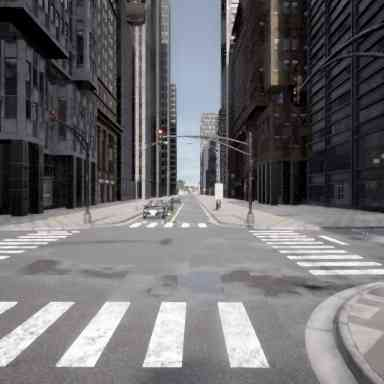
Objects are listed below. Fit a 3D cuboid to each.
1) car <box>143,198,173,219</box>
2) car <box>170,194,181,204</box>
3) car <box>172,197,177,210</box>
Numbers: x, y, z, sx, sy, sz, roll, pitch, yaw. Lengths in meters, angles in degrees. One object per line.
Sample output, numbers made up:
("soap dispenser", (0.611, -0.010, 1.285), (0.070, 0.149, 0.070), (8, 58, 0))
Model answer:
("car", (-3.169, 1.501, 29.425), (2.128, 1.511, 4.902), (0, 0, 0))
("car", (-3.155, 1.597, 64.306), (1.994, 1.385, 4.181), (0, 0, 0))
("car", (-3.196, 1.579, 39.491), (1.994, 1.385, 4.181), (0, 0, -1))
